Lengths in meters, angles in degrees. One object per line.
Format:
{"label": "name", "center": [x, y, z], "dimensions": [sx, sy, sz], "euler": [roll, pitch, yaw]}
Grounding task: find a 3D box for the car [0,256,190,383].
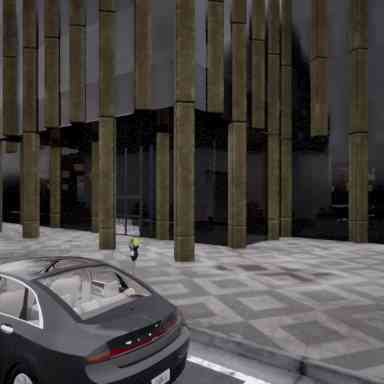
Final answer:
{"label": "car", "center": [-2.075, 1.551, 4.429], "dimensions": [4.403, 1.369, 2.008], "euler": [0, 0, 35]}
